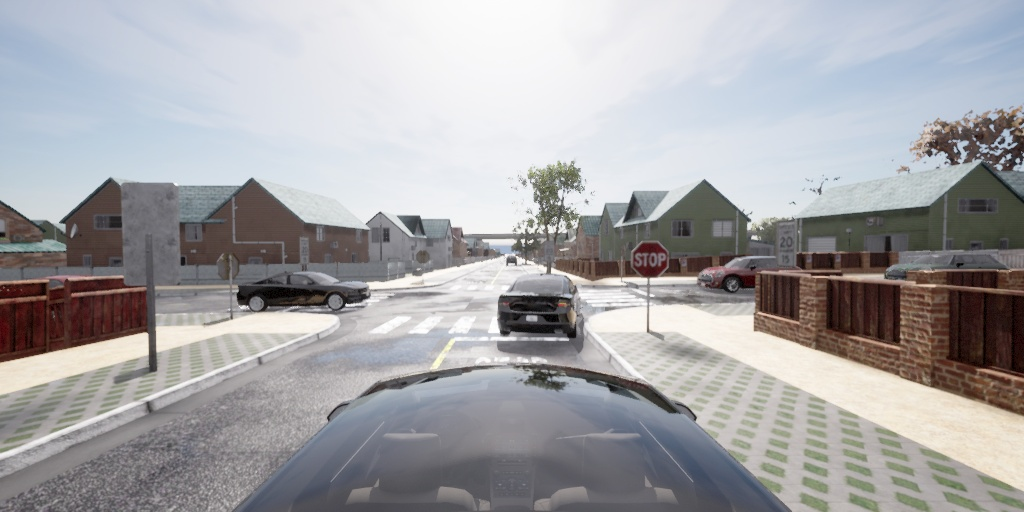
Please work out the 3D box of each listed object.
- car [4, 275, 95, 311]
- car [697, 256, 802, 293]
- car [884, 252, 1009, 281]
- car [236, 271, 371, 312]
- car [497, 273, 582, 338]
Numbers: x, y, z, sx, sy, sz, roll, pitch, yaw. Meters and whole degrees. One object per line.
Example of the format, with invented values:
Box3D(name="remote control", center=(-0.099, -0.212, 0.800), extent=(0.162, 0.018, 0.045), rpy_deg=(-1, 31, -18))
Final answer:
Box3D(name="car", center=(-18.035, 1.540, 14.747), extent=(5.008, 1.535, 1.882), rpy_deg=(-1, 2, 0))
Box3D(name="car", center=(11.790, 0.812, 17.924), extent=(4.553, 1.767, 2.097), rpy_deg=(-1, 2, 0))
Box3D(name="car", center=(21.684, 0.638, 18.006), extent=(4.553, 1.767, 2.097), rpy_deg=(-1, 2, 0))
Box3D(name="car", center=(-8.482, 1.370, 14.820), extent=(5.008, 1.535, 1.882), rpy_deg=(-1, 2, 0))
Box3D(name="car", center=(0.949, 1.220, 10.303), extent=(1.882, 1.535, 5.008), rpy_deg=(0, 0, 12))
